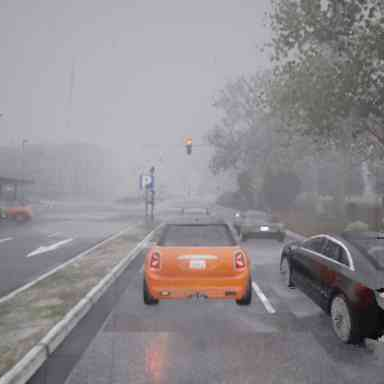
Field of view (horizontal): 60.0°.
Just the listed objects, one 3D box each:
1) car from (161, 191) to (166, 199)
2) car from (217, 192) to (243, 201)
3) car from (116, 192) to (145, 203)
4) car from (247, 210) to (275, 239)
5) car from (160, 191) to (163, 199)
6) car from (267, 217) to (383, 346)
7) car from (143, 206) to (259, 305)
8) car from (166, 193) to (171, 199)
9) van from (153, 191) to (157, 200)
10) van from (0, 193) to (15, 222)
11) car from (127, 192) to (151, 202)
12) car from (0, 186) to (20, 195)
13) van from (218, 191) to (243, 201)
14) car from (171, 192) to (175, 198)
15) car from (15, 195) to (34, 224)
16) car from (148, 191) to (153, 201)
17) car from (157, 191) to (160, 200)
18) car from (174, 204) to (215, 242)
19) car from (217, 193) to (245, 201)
[{"bbox_3d":[-9.350,1.141,79.090,4.674,1.452,2.002,-1,0,-13],"label":"car"},{"bbox_3d":[7.597,0.957,66.719,4.553,1.767,2.185,0,0,-14],"label":"car"},{"bbox_3d":[-11.508,1.190,61.136,4.792,1.488,2.163,-1,0,-15],"label":"car"},{"bbox_3d":[3.143,1.542,16.269,1.994,1.385,4.181,0,0,1],"label":"car"},{"bbox_3d":[-9.719,1.150,76.088,4.674,1.452,2.002,-1,0,-13],"label":"car"},{"bbox_3d":[3.101,1.482,6.312,2.128,1.511,4.902,0,0,0],"label":"car"},{"bbox_3d":[0.103,1.340,8.233,2.097,1.767,4.553,0,0,0],"label":"car"},{"bbox_3d":[-8.541,1.123,85.073,4.674,1.452,2.002,-1,0,-12],"label":"car"},{"bbox_3d":[-10.314,0.900,70.121,4.442,1.987,1.878,-1,0,-14],"label":"van"},{"bbox_3d":[-13.624,1.240,20.350,4.442,1.987,1.878,-1,0,-20],"label":"van"},{"bbox_3d":[-10.776,1.011,67.080,4.553,1.767,2.185,-1,0,-14],"label":"car"},{"bbox_3d":[-28.219,-0.006,51.984,2.002,1.452,4.674,6,-2,-19],"label":"car"},{"bbox_3d":[7.217,0.866,63.749,4.442,1.987,1.878,1,0,-14],"label":"van"},{"bbox_3d":[-8.094,0.822,88.079,5.566,2.045,2.435,-1,0,-12],"label":"car"},{"bbox_3d":[-13.652,1.339,23.328,4.553,1.767,2.185,-1,0,-19],"label":"car"},{"bbox_3d":[-10.866,1.139,64.129,5.366,1.575,1.946,-1,0,-15],"label":"car"},{"bbox_3d":[-10.089,1.120,73.092,4.892,1.521,2.231,-1,0,-14],"label":"car"},{"bbox_3d":[0.152,1.483,17.319,1.837,1.490,4.892,0,0,1],"label":"car"},{"bbox_3d":[8.130,1.071,69.714,5.366,1.575,1.946,1,0,-13],"label":"car"}]
